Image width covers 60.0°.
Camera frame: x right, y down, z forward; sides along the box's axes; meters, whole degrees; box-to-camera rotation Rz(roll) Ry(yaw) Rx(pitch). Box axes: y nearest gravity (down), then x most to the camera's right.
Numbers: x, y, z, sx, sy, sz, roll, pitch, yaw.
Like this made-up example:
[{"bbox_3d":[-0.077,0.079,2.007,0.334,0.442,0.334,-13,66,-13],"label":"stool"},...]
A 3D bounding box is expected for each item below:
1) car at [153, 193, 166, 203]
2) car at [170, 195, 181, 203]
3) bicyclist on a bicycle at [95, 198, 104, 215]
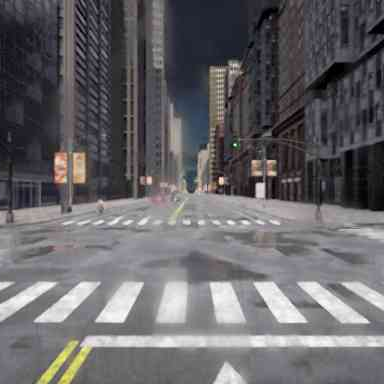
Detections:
[{"bbox_3d":[-6.499,1.207,66.150,2.150,2.045,5.566,0,0,0],"label":"car"},{"bbox_3d":[-3.249,1.409,66.180,2.128,1.511,4.902,0,0,0],"label":"car"},{"bbox_3d":[-8.699,1.368,31.515,0.866,1.612,1.509,0,0,0],"label":"bicyclist on a bicycle"}]
